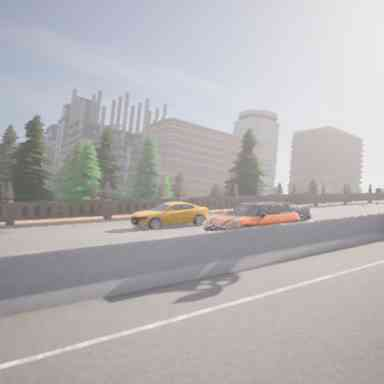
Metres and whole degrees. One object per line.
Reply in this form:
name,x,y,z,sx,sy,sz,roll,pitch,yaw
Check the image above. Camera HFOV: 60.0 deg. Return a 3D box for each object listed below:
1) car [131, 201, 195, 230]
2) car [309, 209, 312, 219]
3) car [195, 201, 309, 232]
car,-1.260,1.357,20.289,5.008,1.535,1.882,-1,1,-35
car,5.186,1.356,20.589,5.357,1.411,2.033,-1,1,-35
car,2.684,1.234,14.504,4.553,1.767,2.097,-1,1,-36
